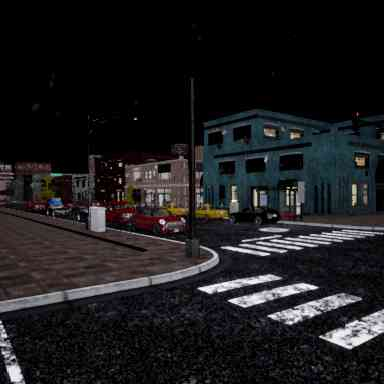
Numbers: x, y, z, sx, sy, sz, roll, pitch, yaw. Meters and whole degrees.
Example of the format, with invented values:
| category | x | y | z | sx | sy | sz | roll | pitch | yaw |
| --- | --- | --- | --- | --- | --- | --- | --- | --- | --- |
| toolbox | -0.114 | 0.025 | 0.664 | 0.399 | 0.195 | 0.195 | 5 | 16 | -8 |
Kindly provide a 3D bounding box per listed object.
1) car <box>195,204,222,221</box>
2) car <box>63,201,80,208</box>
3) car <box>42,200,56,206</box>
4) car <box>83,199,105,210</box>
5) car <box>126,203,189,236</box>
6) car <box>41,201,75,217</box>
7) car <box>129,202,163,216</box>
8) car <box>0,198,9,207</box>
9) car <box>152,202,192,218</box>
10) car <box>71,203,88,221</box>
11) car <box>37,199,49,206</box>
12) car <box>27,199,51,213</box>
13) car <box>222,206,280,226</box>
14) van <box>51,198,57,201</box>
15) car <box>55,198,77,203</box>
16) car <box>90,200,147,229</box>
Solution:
| category | x | y | z | sx | sy | sz | roll | pitch | yaw |
| --- | --- | --- | --- | --- | --- | --- | --- | --- | --- |
| car | 1.190 | 1.753 | 29.926 | 1.752 | 1.417 | 4.829 | -1 | 0 | -37 |
| car | -22.266 | 2.279 | 61.589 | 1.802 | 1.307 | 4.206 | -1 | 0 | -37 |
| car | -32.362 | 2.444 | 75.218 | 1.887 | 1.381 | 4.507 | -1 | 0 | -37 |
| car | -15.539 | 2.002 | 52.503 | 1.967 | 1.590 | 4.097 | -1 | 0 | -37 |
| car | -2.069 | 1.673 | 20.301 | 1.967 | 1.590 | 4.097 | -1 | 0 | -37 |
| car | -15.530 | 2.053 | 38.472 | 2.008 | 1.369 | 4.403 | -1 | 0 | -37 |
| car | -5.439 | 1.911 | 38.875 | 2.008 | 1.369 | 4.403 | -1 | 0 | -37 |
| car | -42.492 | 2.357 | 74.790 | 2.192 | 1.841 | 5.009 | -1 | 0 | -37 |
| car | -2.176 | 1.820 | 34.468 | 1.752 | 1.417 | 4.829 | -1 | 0 | -37 |
| car | -8.798 | 1.918 | 29.387 | 2.008 | 1.369 | 4.403 | -1 | 0 | -37 |
| car | -35.829 | 2.494 | 79.898 | 1.752 | 1.417 | 4.829 | -1 | 0 | -37 |
| car | -22.266 | 1.952 | 47.558 | 2.192 | 1.841 | 5.009 | -1 | 0 | -37 |
| car | 4.658 | 1.724 | 25.246 | 1.947 | 1.339 | 4.313 | -1 | 0 | -37 |
| van | -29.002 | 2.173 | 70.675 | 1.690 | 1.788 | 3.998 | -1 | 0 | -37 |
| car | -20.870 | 2.176 | 55.367 | 1.812 | 1.442 | 4.674 | -1 | 0 | -37 |
| car | -5.438 | 1.616 | 24.843 | 2.192 | 1.841 | 5.009 | -1 | 0 | -37 |
